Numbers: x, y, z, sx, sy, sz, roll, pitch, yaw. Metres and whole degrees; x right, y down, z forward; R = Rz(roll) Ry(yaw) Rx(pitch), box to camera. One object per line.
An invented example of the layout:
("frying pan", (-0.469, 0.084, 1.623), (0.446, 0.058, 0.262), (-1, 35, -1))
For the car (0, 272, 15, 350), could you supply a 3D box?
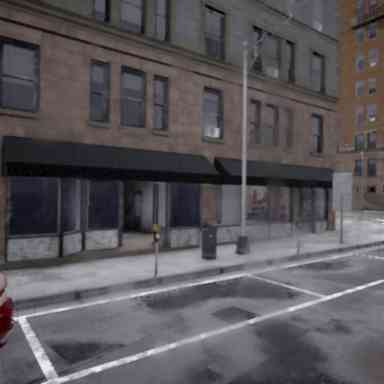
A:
("car", (-4.466, 1.534, 3.571), (4.507, 1.381, 1.887), (0, 0, -35))
